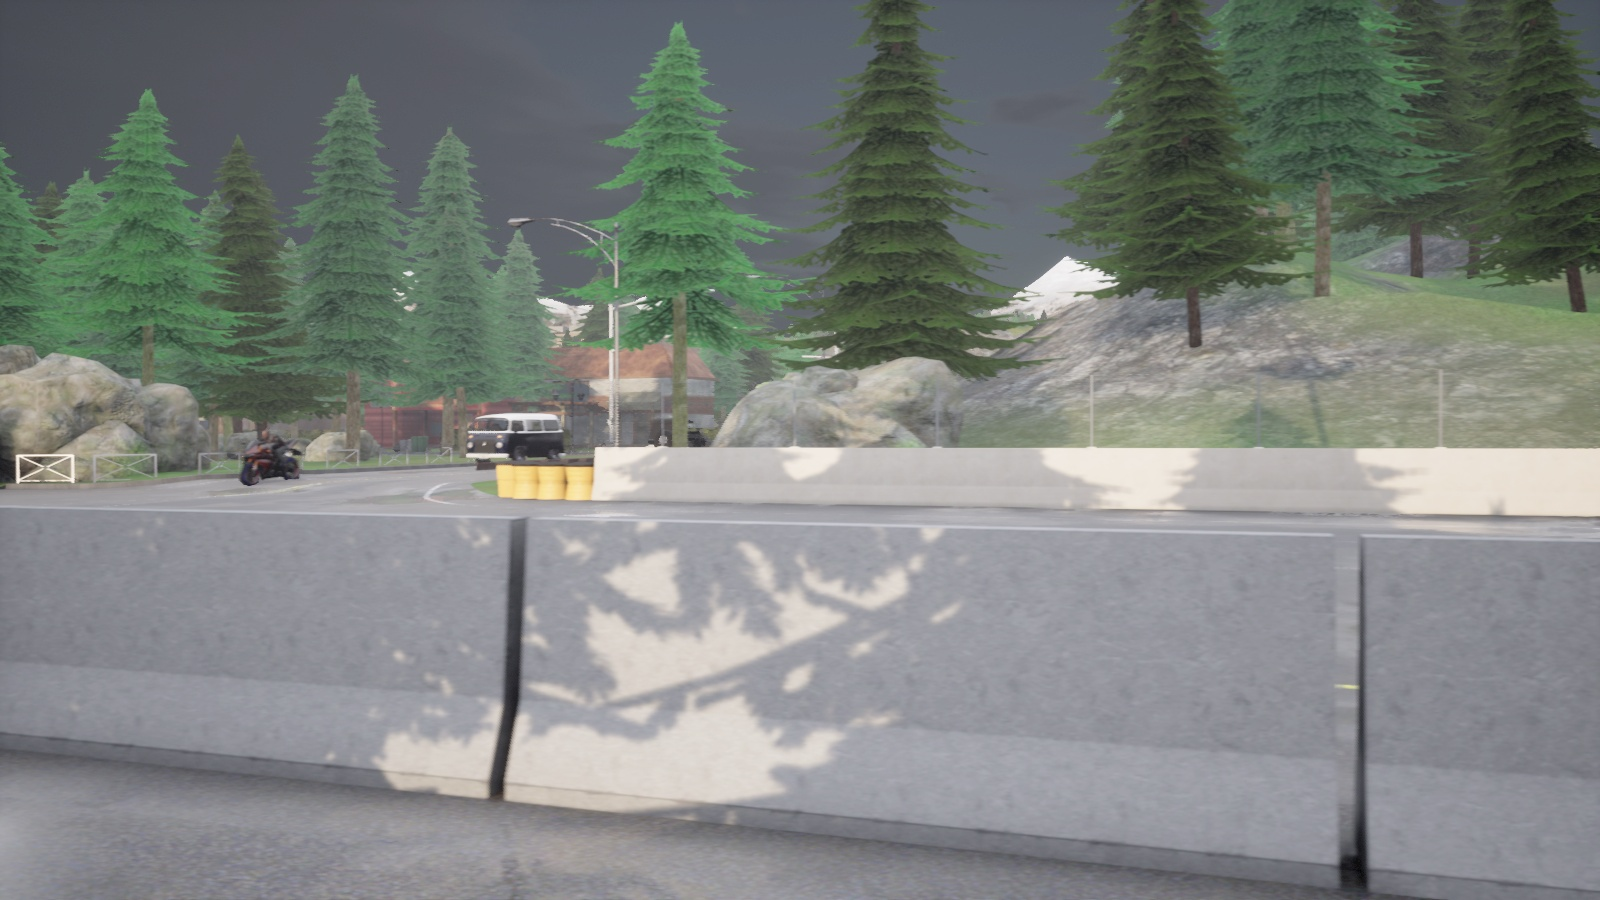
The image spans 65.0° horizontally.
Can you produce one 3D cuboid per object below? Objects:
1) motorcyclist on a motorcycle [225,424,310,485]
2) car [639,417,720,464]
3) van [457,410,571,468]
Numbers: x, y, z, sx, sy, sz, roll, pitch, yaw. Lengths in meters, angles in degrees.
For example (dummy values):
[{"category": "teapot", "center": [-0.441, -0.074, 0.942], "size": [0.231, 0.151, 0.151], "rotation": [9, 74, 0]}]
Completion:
[{"category": "motorcyclist on a motorcycle", "center": [-14.750, 0.095, 34.855], "size": [0.866, 1.530, 2.191], "rotation": [0, 4, 19]}, {"category": "car", "center": [-4.971, -0.430, 52.331], "size": [1.905, 1.878, 3.866], "rotation": [1, 1, 19]}, {"category": "van", "center": [-10.590, -0.436, 46.819], "size": [2.069, 2.038, 4.480], "rotation": [1, 1, 19]}]
